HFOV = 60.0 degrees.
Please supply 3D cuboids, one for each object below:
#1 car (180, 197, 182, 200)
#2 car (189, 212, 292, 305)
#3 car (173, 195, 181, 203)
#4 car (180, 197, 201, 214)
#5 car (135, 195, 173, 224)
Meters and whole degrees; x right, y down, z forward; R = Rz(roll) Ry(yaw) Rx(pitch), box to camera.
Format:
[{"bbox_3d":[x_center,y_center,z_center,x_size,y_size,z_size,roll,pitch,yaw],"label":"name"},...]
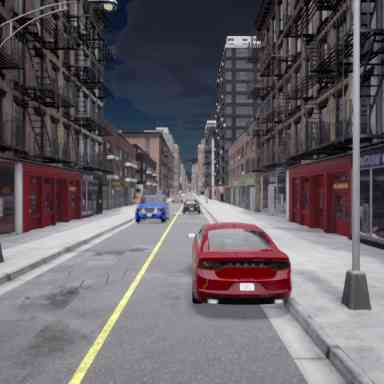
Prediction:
[{"bbox_3d":[-0.121,1.525,45.825,2.128,1.511,4.902,0,0,0],"label":"car"},{"bbox_3d":[0.939,1.478,8.189,1.882,1.535,5.008,0,0,0],"label":"car"},{"bbox_3d":[-2.950,1.417,67.888,2.097,1.767,4.553,0,0,0],"label":"car"},{"bbox_3d":[-0.035,1.545,35.655,1.812,1.442,4.674,0,0,0],"label":"car"},{"bbox_3d":[-2.925,1.230,25.474,2.150,2.045,5.566,0,0,0],"label":"car"}]
